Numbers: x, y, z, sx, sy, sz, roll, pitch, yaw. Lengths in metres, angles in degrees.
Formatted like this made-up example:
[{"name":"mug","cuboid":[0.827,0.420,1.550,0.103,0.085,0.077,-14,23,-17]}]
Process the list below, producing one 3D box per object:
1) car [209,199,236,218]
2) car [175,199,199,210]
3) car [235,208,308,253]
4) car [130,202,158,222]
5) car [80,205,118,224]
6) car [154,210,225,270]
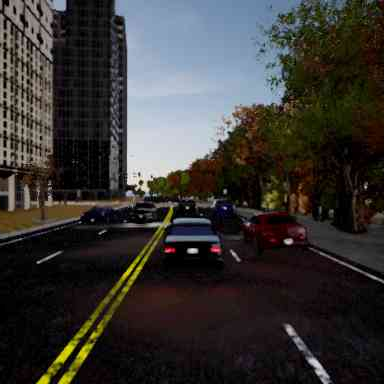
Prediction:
[{"name":"car","cuboid":[2.774,1.381,30.648,2.097,1.767,4.553,-3,1,-2]},{"name":"car","cuboid":[-0.471,1.419,30.910,2.097,1.767,4.553,0,0,-2]},{"name":"car","cuboid":[3.188,1.493,13.540,1.812,1.442,4.674,-5,0,-1]},{"name":"car","cuboid":[-3.772,1.565,26.628,1.837,1.490,4.892,0,-1,-2]},{"name":"car","cuboid":[-6.980,1.657,25.368,1.895,1.301,4.718,0,0,-2]},{"name":"car","cuboid":[-0.006,1.571,11.110,2.033,1.411,5.357,0,0,-1]}]
